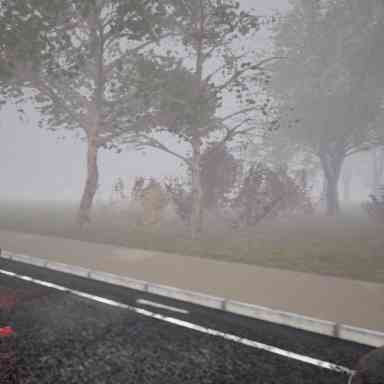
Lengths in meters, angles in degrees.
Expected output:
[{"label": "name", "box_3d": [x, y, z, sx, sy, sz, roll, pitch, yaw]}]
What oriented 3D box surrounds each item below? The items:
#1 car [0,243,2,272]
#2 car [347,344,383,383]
[{"label": "car", "box_3d": [-6.829, 1.450, 8.531, 5.008, 1.535, 1.882, 0, 0, 35]}, {"label": "car", "box_3d": [3.270, 1.498, 1.350, 4.902, 1.511, 2.128, 0, 0, 35]}]
